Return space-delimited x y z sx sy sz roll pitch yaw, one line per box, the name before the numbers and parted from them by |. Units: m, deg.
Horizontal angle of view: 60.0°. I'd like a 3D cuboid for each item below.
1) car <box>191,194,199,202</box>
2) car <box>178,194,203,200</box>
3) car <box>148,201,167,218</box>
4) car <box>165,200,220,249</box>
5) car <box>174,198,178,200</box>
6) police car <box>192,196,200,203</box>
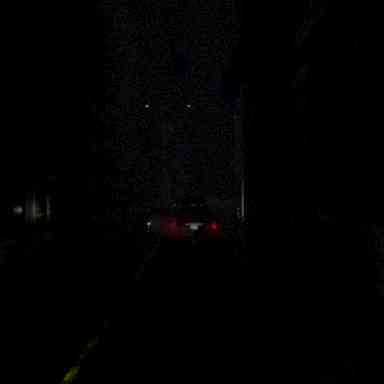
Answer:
car | 0.881 1.690 92.104 2.150 2.045 5.566 0 0 0
car | 0.091 1.348 31.381 2.150 2.045 5.566 0 0 0
car | -3.096 1.606 31.992 1.882 1.535 5.008 0 0 0
car | 0.091 1.413 15.082 2.097 1.767 4.553 0 0 0
car | -3.016 1.867 72.293 1.895 1.301 4.718 0 0 0
police car | 0.882 1.820 82.182 1.930 1.638 5.238 0 0 0
